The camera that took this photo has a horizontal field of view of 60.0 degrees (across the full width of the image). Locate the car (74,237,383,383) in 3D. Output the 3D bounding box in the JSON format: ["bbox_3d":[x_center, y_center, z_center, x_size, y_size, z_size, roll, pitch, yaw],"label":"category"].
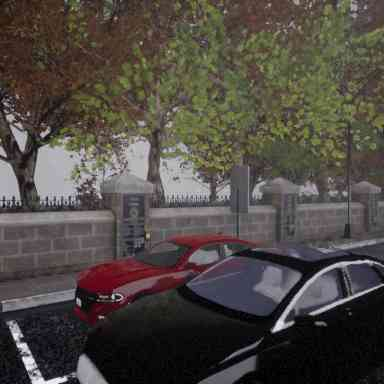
[{"bbox_3d":[1.112,1.493,4.159,4.902,1.511,2.128,0,0,-35],"label":"car"}]

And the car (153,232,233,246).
[{"bbox_3d":[-0.012,1.545,6.711,4.507,1.381,1.887,0,0,-36],"label":"car"}]

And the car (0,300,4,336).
[{"bbox_3d":[-4.490,1.551,3.449,4.403,1.369,2.008,0,0,-36],"label":"car"}]
